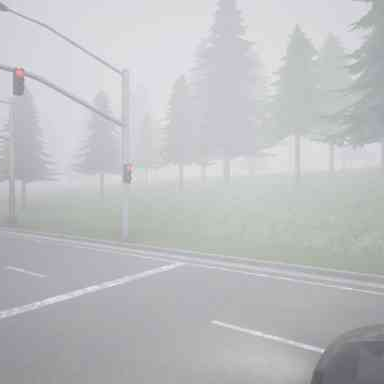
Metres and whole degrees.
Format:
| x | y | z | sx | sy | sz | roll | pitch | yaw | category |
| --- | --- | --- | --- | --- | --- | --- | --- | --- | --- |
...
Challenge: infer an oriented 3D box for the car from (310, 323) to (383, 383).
| x | y | z | sx | sy | sz | roll | pitch | yaw | category |
| --- | --- | --- | --- | --- | --- | --- | --- | --- | --- |
| 3.161 | 1.505 | 1.732 | 4.892 | 1.490 | 1.837 | 0 | 0 | 35 | car |
